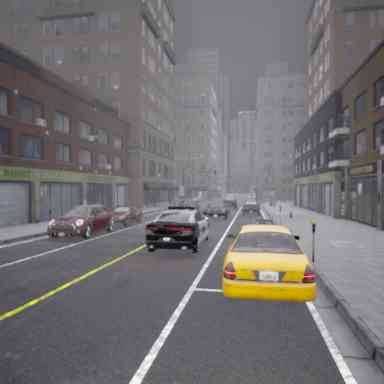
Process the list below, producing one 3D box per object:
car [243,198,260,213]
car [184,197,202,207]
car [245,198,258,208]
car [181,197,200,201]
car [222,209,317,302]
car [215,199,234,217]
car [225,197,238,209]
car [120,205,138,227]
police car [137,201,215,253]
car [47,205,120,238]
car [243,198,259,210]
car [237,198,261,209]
[{"bbox_3d":[6.726,1.491,37.825,1.752,1.417,4.829,-1,0,10],"label":"car"},{"bbox_3d":[0.233,1.484,50.147,1.887,1.381,4.507,-1,0,10],"label":"car"},{"bbox_3d":[8.647,1.533,48.659,1.802,1.307,4.206,-1,0,10],"label":"car"},{"bbox_3d":[-0.427,1.458,31.612,2.128,1.511,4.902,0,0,10],"label":"car"},{"bbox_3d":[1.800,1.451,8.380,1.801,1.575,5.366,0,0,10],"label":"car"},{"bbox_3d":[2.279,1.574,28.627,1.895,1.301,4.718,0,0,10],"label":"car"},{"bbox_3d":[5.175,1.430,44.977,1.882,1.535,5.008,0,0,10],"label":"car"},{"bbox_3d":[-4.637,1.554,22.647,1.802,1.307,4.206,-1,0,10],"label":"car"},{"bbox_3d":[-0.409,1.411,13.962,1.930,1.638,5.238,0,0,10],"label":"police car"},{"bbox_3d":[-5.612,1.417,17.146,1.967,1.590,4.097,-1,0,10],"label":"car"},{"bbox_3d":[7.672,1.524,43.159,1.947,1.339,4.313,-1,0,10],"label":"car"},{"bbox_3d":[5.722,1.524,32.158,2.008,1.369,4.403,-1,0,10],"label":"car"}]
